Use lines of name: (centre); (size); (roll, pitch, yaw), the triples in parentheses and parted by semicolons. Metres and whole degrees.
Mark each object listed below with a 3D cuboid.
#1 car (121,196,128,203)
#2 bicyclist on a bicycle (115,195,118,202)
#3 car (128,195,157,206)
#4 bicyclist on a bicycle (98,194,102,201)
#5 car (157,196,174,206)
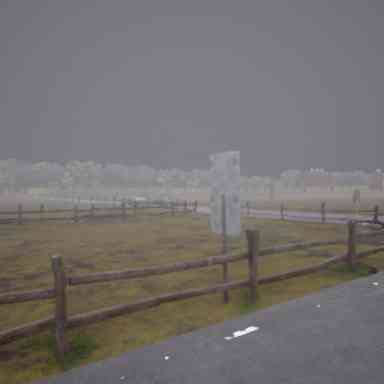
car: (-11.468, 1.403, 61.506); (1.837, 1.490, 4.892); (-2, 1, -36)
bicyclist on a bicycle: (-15.767, 1.235, 68.776); (0.659, 1.776, 1.843); (-2, 2, -36)
car: (-7.734, 1.515, 51.518); (1.812, 1.442, 4.674); (-2, 1, -35)
bicyclist on a bicycle: (-21.022, 1.293, 76.085); (0.866, 1.612, 1.509); (-2, 1, -36)
car: (-4.758, 1.395, 52.226); (2.128, 1.511, 4.902); (-2, 1, -35)
